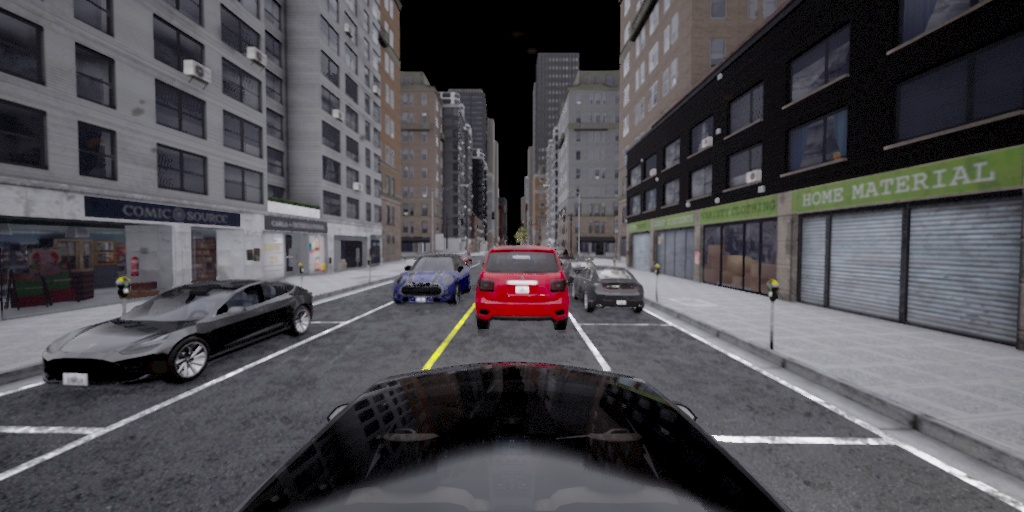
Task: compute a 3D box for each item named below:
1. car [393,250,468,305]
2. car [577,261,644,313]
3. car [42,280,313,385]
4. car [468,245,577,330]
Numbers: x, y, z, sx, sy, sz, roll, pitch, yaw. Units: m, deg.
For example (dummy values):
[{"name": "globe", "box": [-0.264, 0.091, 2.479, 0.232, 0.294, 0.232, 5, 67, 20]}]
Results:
[{"name": "car", "box": [-2.839, 0.731, 13.605, 2.097, 1.767, 4.553, 0, 2, 1]}, {"name": "car", "box": [3.082, 0.987, 12.134, 2.007, 1.370, 4.403, 0, 0, 1]}, {"name": "car", "box": [-5.575, 1.149, 6.806, 1.948, 1.339, 4.313, 0, 0, 1]}, {"name": "car", "box": [0.275, 0.712, 10.168, 2.150, 2.045, 5.566, 0, 2, 1]}]
